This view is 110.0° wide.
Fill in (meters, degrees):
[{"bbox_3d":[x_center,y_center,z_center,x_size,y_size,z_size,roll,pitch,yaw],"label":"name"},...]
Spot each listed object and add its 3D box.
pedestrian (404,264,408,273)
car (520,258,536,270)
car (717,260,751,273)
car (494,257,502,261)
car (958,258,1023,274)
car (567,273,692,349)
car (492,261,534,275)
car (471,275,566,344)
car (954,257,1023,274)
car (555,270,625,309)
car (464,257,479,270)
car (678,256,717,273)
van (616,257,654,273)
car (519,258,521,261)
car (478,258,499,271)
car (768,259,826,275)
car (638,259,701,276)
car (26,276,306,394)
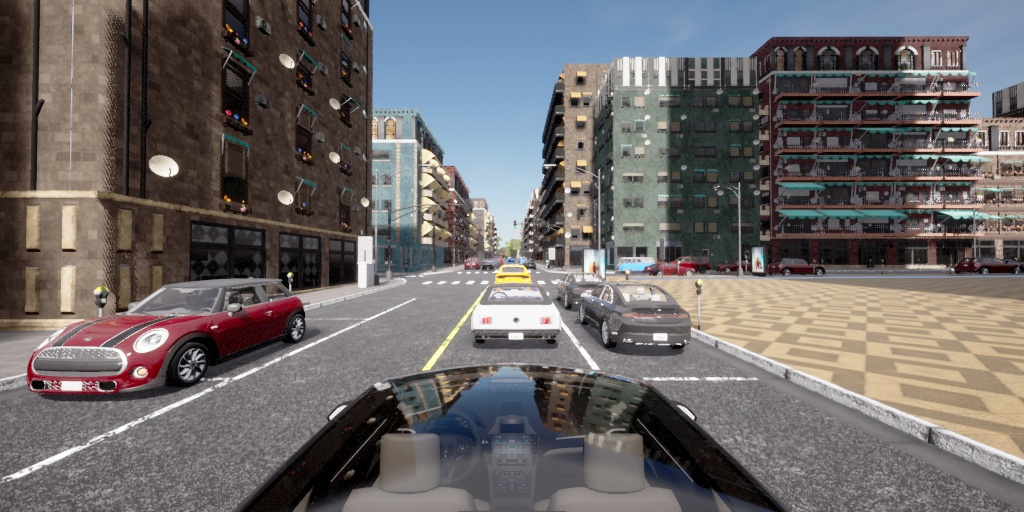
[{"bbox_3d":[-12.610,1.098,42.681,0.375,1.860,0.375,0,0,0],"label":"pedestrian"},{"bbox_3d":[2.590,1.335,52.747,1.948,1.339,4.313,0,0,0],"label":"car"},{"bbox_3d":[24.751,1.166,39.525,4.507,1.381,1.888,0,0,0],"label":"car"},{"bbox_3d":[-3.200,1.320,60.132,2.033,1.411,5.357,0,0,0],"label":"car"},{"bbox_3d":[45.744,0.925,33.630,5.357,1.411,2.033,0,-1,-1],"label":"car"},{"bbox_3d":[2.807,1.303,8.984,2.007,1.370,4.403,0,0,0],"label":"car"},{"bbox_3d":[0.057,1.234,20.544,1.882,1.535,5.008,0,0,0],"label":"car"},{"bbox_3d":[0.083,1.353,9.568,1.895,1.301,4.718,0,0,0],"label":"car"},{"bbox_3d":[41.286,0.812,31.059,4.097,1.591,1.967,0,0,0],"label":"car"},{"bbox_3d":[2.795,1.304,14.554,2.007,1.370,4.403,0,0,0],"label":"car"},{"bbox_3d":[-5.791,1.084,52.770,2.192,1.841,5.009,0,0,0],"label":"car"},{"bbox_3d":[19.223,0.978,39.554,5.009,1.841,2.192,0,0,0],"label":"car"},{"bbox_3d":[13.695,1.046,39.583,3.998,1.789,1.690,0,0,0],"label":"van"},{"bbox_3d":[2.579,1.353,58.317,1.802,1.307,4.207,0,0,0],"label":"car"},{"bbox_3d":[-3.213,1.369,50.439,1.895,1.301,4.718,0,0,1],"label":"car"},{"bbox_3d":[24.705,0.936,31.145,4.097,1.591,1.967,0,0,0],"label":"car"},{"bbox_3d":[13.650,1.163,31.202,4.207,1.307,1.802,0,0,0],"label":"car"},{"bbox_3d":[-5.829,1.191,6.731,1.967,1.591,4.097,0,0,0],"label":"car"}]
